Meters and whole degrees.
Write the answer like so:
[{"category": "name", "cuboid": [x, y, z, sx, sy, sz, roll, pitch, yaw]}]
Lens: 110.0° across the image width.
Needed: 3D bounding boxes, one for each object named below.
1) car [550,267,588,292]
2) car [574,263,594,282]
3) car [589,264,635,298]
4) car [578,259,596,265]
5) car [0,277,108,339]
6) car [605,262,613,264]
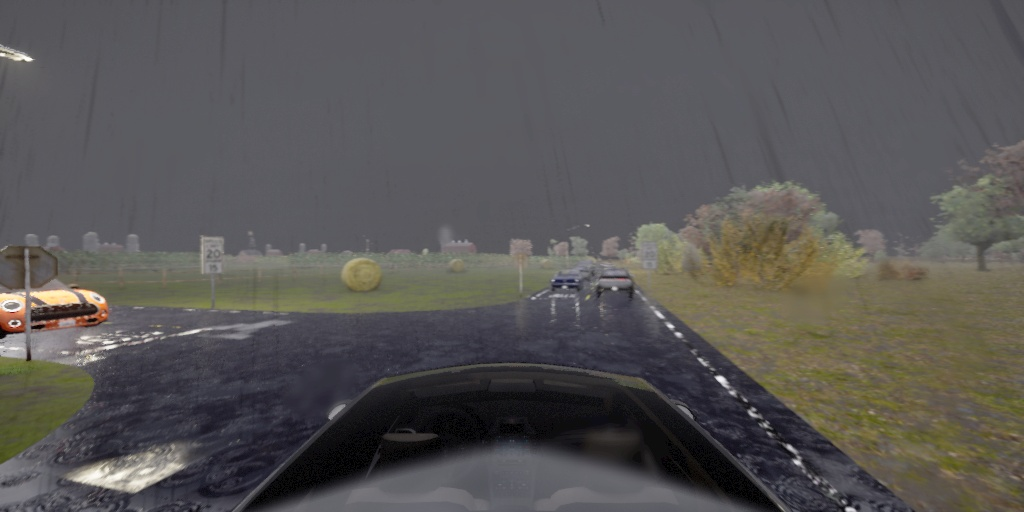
[{"category": "car", "cuboid": [3.723, 1.585, 23.691, 1.895, 1.301, 4.718, -1, -1, 15]}, {"category": "car", "cuboid": [6.279, 1.646, 33.395, 1.994, 1.385, 4.181, -1, -1, 14]}, {"category": "car", "cuboid": [5.683, 1.404, 19.760, 2.128, 1.511, 4.902, -1, -1, 17]}, {"category": "car", "cuboid": [8.962, 1.409, 43.584, 2.150, 2.045, 5.566, -1, -1, 15]}, {"category": "car", "cuboid": [-14.353, 1.275, 10.367, 4.553, 1.767, 2.097, 0, 0, 14]}, {"category": "car", "cuboid": [16.741, 1.851, 62.055, 2.128, 1.511, 4.902, -1, -1, 15]}]
